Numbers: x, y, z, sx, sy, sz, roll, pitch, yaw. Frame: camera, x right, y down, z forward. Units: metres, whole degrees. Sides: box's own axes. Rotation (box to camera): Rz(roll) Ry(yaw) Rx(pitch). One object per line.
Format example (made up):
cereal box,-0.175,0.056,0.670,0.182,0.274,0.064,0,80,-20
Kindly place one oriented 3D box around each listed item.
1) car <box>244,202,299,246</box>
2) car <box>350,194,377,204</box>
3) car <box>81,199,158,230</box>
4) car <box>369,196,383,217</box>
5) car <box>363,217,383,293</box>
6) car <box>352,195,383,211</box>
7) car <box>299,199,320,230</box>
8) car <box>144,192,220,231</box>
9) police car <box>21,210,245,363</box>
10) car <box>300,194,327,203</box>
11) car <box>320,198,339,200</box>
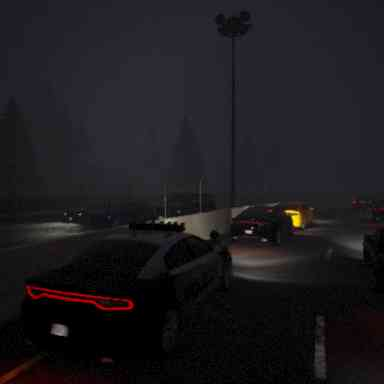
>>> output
car,3.290,1.357,14.891,1.882,1.535,5.008,0,1,27
car,27.089,1.120,52.509,4.892,1.490,1.837,-1,1,-37
car,-4.289,1.291,20.627,1.882,1.535,5.008,0,1,29
car,14.126,1.307,23.676,1.882,1.535,5.008,0,0,35
car,5.365,1.541,8.186,1.895,1.301,4.718,0,1,24
car,18.882,1.093,35.478,2.097,1.767,4.553,1,1,44
car,6.048,1.321,19.936,1.882,1.535,5.008,0,1,30
car,-0.415,1.044,20.545,2.150,2.045,5.566,0,0,29
police car,-0.587,1.369,6.251,1.930,1.638,5.238,0,1,21
car,20.589,1.060,56.263,4.902,1.511,2.128,0,1,-39
car,20.849,0.828,51.984,5.566,2.045,2.150,0,1,-40
